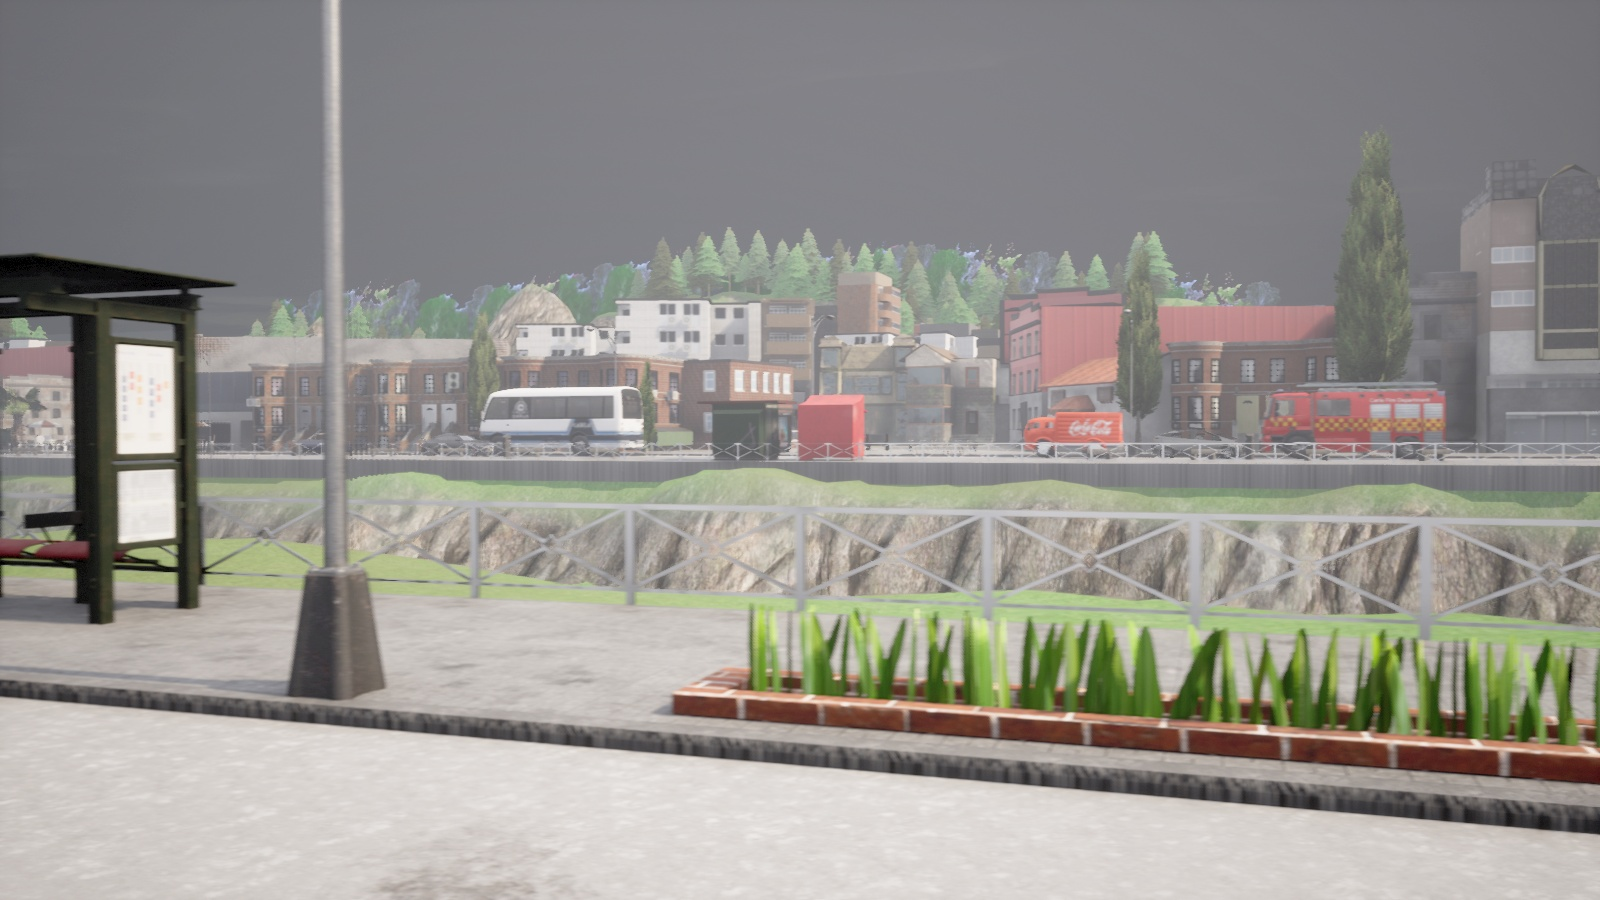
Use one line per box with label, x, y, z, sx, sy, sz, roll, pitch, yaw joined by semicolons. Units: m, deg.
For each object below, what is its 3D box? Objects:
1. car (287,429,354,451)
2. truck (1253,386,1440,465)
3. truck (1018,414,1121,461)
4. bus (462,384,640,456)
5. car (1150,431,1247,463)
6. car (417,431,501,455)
car;-32.001;-0.670;83.793;3.806;1.475;1.970;1;1;19
truck;27.543;-1.255;63.762;8.468;3.827;2.891;1;1;19
truck;14.639;-0.694;68.111;5.204;2.467;2.627;1;1;19
bus;-15.501;-1.861;78.228;10.273;4.253;3.944;1;1;19
car;19.734;-0.148;62.185;4.514;1.525;2.007;1;1;19
car;-20.579;-0.438;75.736;4.674;1.442;1.812;1;1;19
